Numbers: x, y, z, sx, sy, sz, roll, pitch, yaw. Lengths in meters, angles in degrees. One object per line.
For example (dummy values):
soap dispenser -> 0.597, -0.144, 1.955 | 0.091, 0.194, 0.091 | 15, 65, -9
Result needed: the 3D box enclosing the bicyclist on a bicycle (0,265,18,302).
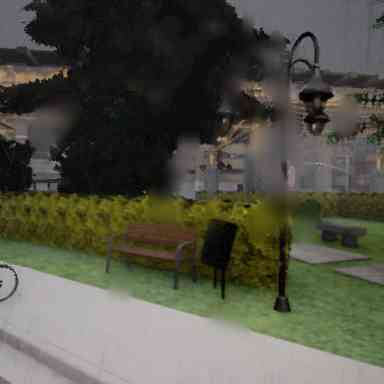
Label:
bicyclist on a bicycle -> -3.745, 1.258, 5.470 | 0.582, 1.620, 1.656 | 1, 10, 35
